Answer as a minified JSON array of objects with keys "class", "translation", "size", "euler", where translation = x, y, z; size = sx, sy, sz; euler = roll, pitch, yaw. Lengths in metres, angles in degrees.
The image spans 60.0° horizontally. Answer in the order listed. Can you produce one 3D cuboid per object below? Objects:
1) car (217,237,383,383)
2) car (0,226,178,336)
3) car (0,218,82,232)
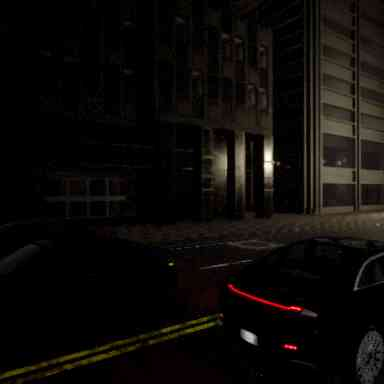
[{"class":"car","translation":[2.642,1.487,5.321],"size":[4.902,1.511,2.128],"euler":[0,0,-35]},{"class":"car","translation":[-2.434,1.525,5.940],"size":[4.674,1.442,1.812],"euler":[0,0,-35]},{"class":"car","translation":[-4.340,1.477,8.571],"size":[5.008,1.535,1.882],"euler":[0,0,-35]}]
